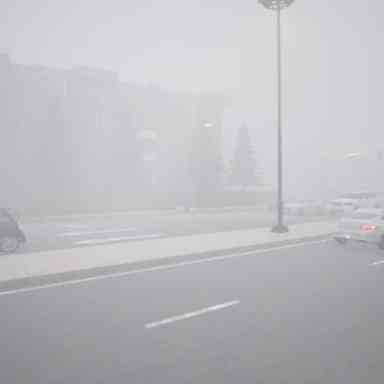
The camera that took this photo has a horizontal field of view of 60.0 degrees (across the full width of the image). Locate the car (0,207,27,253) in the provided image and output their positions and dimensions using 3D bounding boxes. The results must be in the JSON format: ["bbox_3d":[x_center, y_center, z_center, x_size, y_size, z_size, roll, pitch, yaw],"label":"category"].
[{"bbox_3d":[-8.573,1.354,11.989,4.553,1.767,2.097,-1,0,-35],"label":"car"}]

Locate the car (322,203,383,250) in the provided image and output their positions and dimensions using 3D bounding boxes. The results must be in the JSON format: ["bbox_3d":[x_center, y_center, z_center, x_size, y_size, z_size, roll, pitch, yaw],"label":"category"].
[{"bbox_3d":[7.577,1.373,13.488,4.674,1.442,1.812,-1,0,-35],"label":"car"}]

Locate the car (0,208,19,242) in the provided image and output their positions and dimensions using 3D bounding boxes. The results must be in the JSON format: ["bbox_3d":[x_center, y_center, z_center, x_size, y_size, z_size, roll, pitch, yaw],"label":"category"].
[{"bbox_3d":[-10.319,1.562,15.049,4.181,1.385,1.994,-1,0,-36],"label":"car"}]

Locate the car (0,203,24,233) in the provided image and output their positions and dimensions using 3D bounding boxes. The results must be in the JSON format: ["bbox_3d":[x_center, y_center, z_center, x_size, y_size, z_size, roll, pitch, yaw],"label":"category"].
[{"bbox_3d":[-12.068,1.472,18.091,5.008,1.535,1.882,-1,0,-35],"label":"car"}]

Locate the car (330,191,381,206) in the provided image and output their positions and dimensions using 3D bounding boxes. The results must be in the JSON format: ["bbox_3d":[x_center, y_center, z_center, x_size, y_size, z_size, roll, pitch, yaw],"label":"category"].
[{"bbox_3d":[13.712,0.923,27.942,5.566,2.045,2.150,0,0,-36],"label":"car"}]

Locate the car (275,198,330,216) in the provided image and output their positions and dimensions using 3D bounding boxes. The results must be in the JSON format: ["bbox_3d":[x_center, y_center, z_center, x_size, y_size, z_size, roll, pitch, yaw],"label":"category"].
[{"bbox_3d":[9.802,1.250,29.439,4.674,1.442,1.812,-1,0,-36],"label":"car"}]

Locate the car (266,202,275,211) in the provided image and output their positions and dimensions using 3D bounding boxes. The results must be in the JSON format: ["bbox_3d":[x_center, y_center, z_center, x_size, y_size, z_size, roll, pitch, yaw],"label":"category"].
[{"bbox_3d":[9.671,1.299,33.659,4.718,1.301,1.895,-1,0,-36],"label":"car"}]
